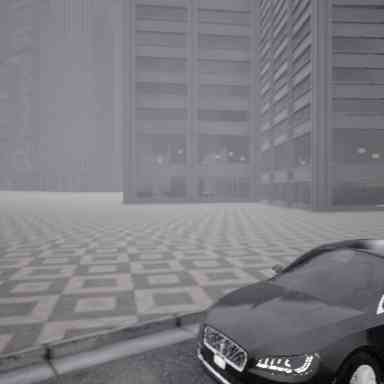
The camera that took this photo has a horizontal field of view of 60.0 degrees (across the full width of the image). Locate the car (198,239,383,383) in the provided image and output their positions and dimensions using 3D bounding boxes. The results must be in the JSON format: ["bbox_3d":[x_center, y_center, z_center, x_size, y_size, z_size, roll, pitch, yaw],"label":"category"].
[{"bbox_3d":[2.413,1.472,4.553,4.892,1.490,1.837,0,0,-29],"label":"car"}]
